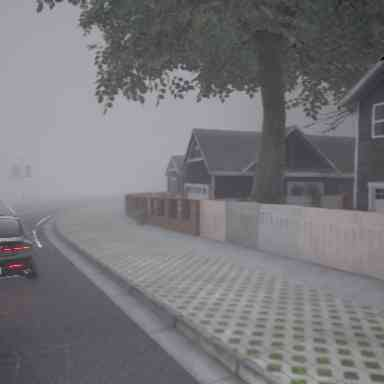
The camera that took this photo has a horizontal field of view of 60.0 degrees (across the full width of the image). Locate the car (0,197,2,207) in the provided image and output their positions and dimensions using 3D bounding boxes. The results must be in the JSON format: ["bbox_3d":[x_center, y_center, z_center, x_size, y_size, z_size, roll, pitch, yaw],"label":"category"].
[{"bbox_3d":[-24.409,1.053,40.796,1.812,1.442,4.674,-1,1,-31],"label":"car"}]

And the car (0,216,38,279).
[{"bbox_3d":[-5.402,1.405,9.074,1.837,1.490,4.892,-1,1,-31],"label":"car"}]
